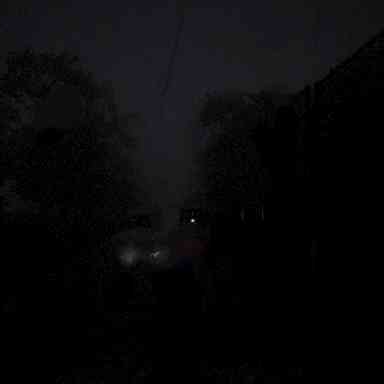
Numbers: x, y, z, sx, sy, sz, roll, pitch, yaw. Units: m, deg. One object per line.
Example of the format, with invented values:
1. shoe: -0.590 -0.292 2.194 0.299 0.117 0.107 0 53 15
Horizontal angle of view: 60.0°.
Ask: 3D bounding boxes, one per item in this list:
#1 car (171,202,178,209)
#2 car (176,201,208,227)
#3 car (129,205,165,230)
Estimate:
1. car: -3.076 2.526 63.646 2.033 1.411 5.357 0 -2 0
2. car: 0.052 1.630 23.843 1.837 1.490 4.892 0 -1 0
3. car: -2.891 1.586 22.065 1.882 1.535 5.008 0 -1 0
